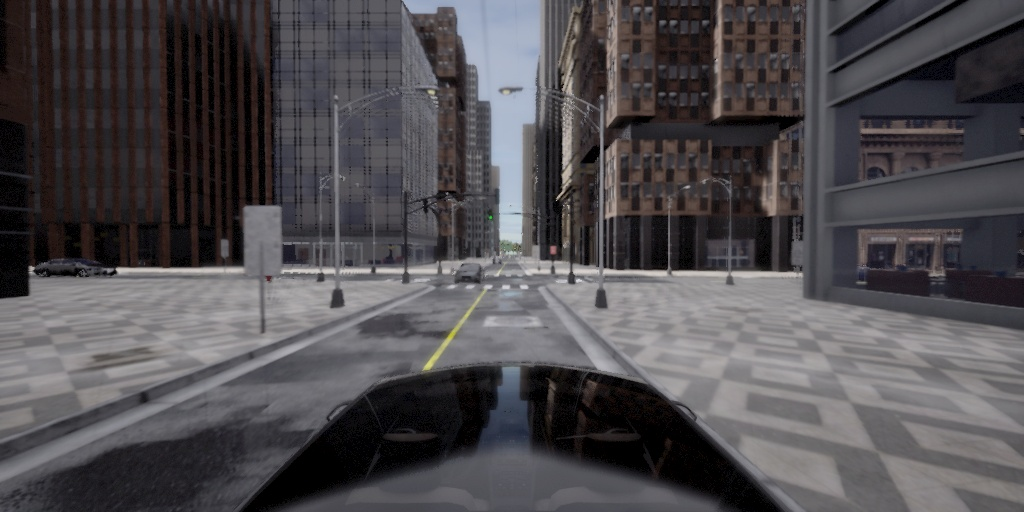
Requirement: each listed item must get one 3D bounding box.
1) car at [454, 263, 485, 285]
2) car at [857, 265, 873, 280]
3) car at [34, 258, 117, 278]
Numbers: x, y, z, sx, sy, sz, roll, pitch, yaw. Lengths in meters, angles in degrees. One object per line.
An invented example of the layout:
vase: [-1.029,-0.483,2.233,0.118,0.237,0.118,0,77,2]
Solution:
car: [-2.994,1.262,25.929,1.837,1.490,4.892,0,1,0]
car: [28.498,1.421,30.524,4.181,1.385,1.994,0,1,0]
car: [-33.014,0.925,27.228,4.902,1.511,2.128,1,1,0]
